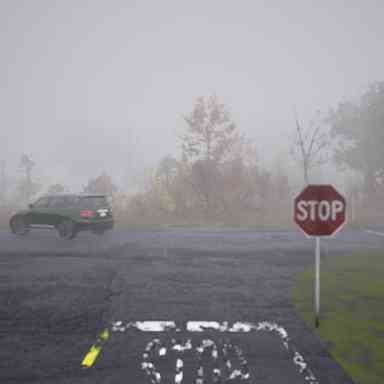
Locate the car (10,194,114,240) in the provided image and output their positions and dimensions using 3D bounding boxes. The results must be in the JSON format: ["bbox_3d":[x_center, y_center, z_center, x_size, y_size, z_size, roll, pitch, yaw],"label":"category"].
[{"bbox_3d":[-6.436,1.113,16.372,5.566,2.045,2.150,0,0,28],"label":"car"}]
